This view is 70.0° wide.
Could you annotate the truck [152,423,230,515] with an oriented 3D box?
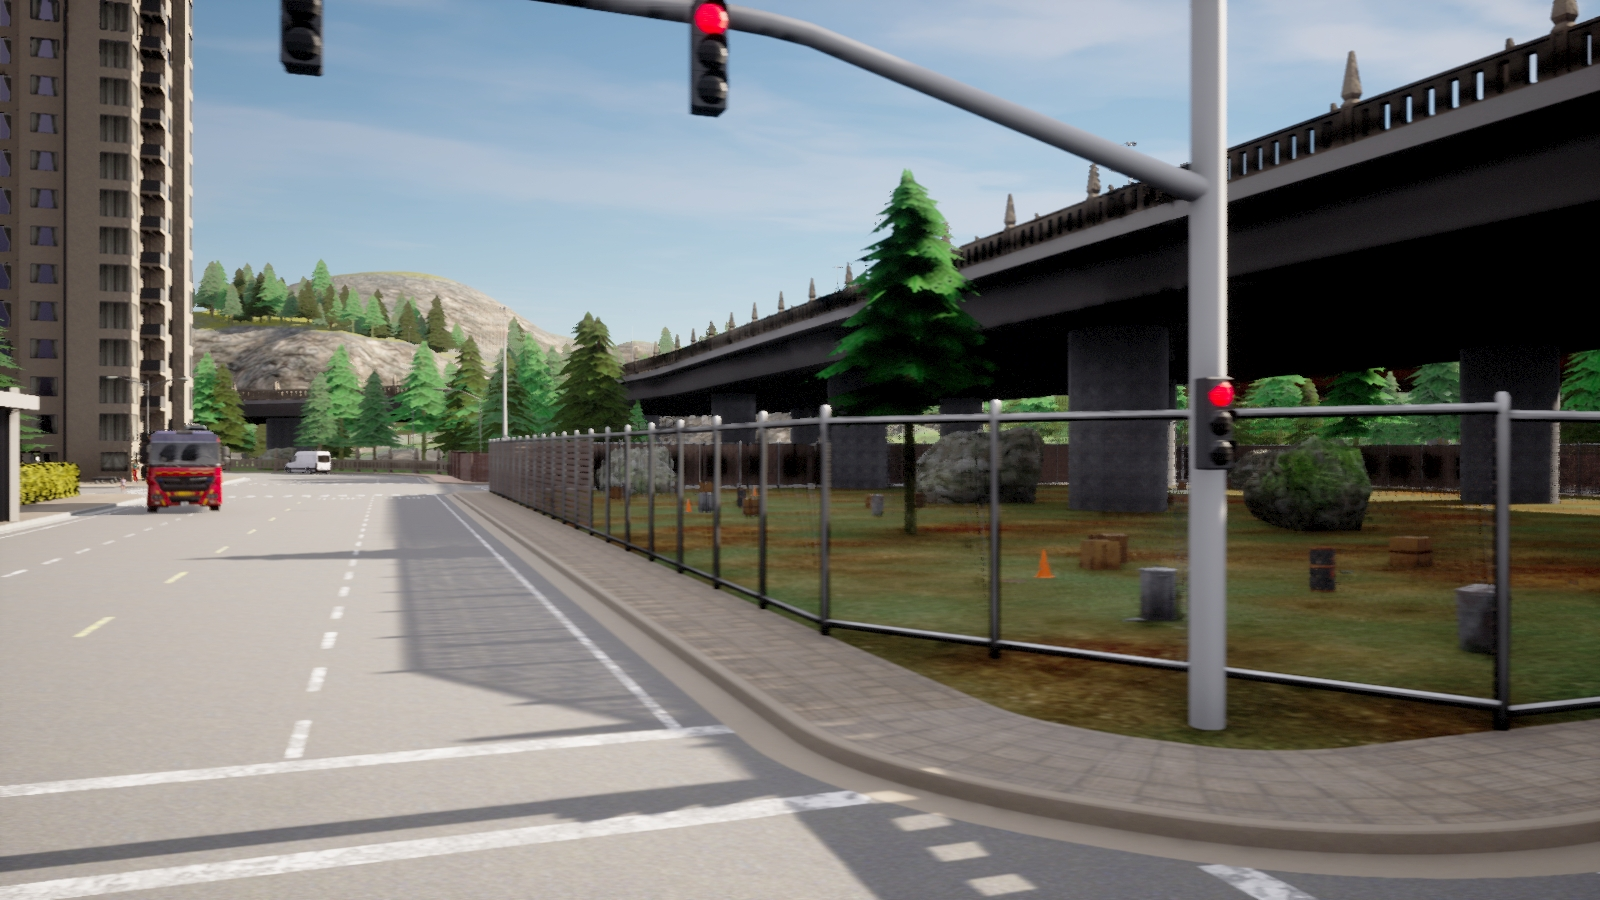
[{"bbox_3d":[-27.737,0.792,51.985,2.891,3.827,8.468,0,0,-29],"label":"truck"}]
